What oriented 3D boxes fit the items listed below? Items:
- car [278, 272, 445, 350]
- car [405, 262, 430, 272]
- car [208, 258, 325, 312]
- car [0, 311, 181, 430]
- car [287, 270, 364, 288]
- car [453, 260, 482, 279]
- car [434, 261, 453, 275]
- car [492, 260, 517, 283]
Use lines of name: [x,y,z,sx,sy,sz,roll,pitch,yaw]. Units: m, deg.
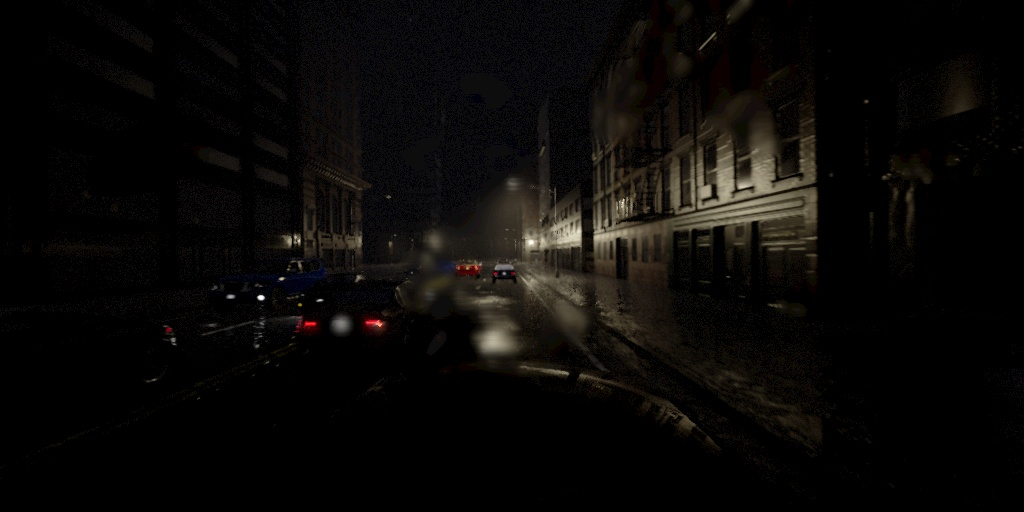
car: [-3.280,1.337,9.273,2.033,1.411,5.357,-1,0,-1]
car: [-10.701,1.401,41.054,2.033,1.411,5.357,-1,0,-1]
car: [-10.147,1.109,15.581,2.150,2.045,5.566,-1,0,-2]
car: [-6.607,1.411,4.301,1.994,1.385,4.181,-1,0,0]
car: [-6.870,1.401,14.713,1.994,1.385,4.181,-1,0,-1]
car: [-3.922,1.114,33.356,2.097,1.767,4.553,-1,0,-1]
car: [-7.441,1.283,40.260,1.882,1.535,5.008,-1,0,-1]
car: [-0.576,1.269,27.647,2.033,1.411,5.357,-1,0,-1]
